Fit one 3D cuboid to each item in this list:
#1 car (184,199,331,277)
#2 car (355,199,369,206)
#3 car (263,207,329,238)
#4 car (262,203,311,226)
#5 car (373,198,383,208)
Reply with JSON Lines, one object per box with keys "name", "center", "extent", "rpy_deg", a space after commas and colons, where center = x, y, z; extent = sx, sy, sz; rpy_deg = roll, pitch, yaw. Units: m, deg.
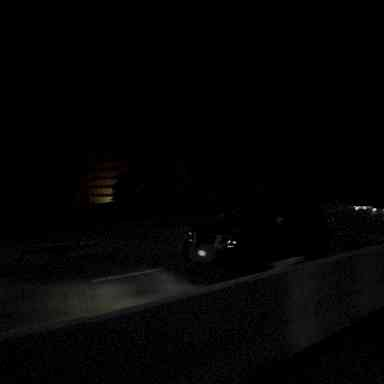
{"name": "car", "center": [2.336, 1.271, 10.618], "extent": [5.566, 2.045, 2.150], "rpy_deg": [0, 0, -41]}
{"name": "car", "center": [30.932, 1.873, 60.401], "extent": [1.994, 1.385, 4.181], "rpy_deg": [0, 0, 34]}
{"name": "car", "center": [6.062, 1.661, 19.120], "extent": [1.994, 1.385, 4.181], "rpy_deg": [0, 0, 43]}
{"name": "car", "center": [7.480, 1.647, 25.990], "extent": [1.837, 1.490, 4.892], "rpy_deg": [0, 0, 39]}
{"name": "car", "center": [29.789, 1.775, 52.377], "extent": [1.837, 1.490, 4.892], "rpy_deg": [0, 0, 34]}
